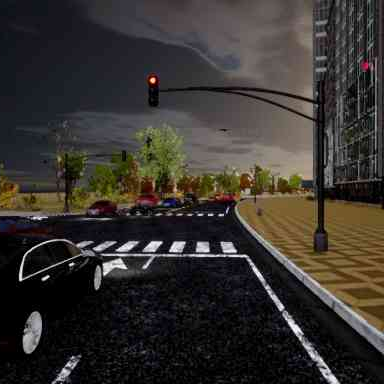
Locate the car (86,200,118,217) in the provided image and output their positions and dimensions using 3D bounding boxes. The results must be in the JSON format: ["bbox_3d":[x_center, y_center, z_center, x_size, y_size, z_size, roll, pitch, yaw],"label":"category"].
[{"bbox_3d":[-8.247,1.523,30.941,1.812,1.442,4.674,0,0,5],"label":"car"}]

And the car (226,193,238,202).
[{"bbox_3d":[9.777,1.245,80.389,2.150,2.045,5.566,0,0,14],"label":"car"}]

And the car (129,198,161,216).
[{"bbox_3d":[-4.786,1.600,33.027,1.895,1.301,4.718,0,0,6],"label":"car"}]

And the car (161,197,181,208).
[{"bbox_3d":[-3.096,1.527,47.122,1.812,1.442,4.674,0,0,8],"label":"car"}]

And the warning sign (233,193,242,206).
[{"bbox_3d":[6.548,1.122,48.212,1.300,1.860,1.060,0,0,8],"label":"warning sign"}]

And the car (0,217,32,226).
[{"bbox_3d":[-6.300,1.563,11.090,1.994,1.385,4.181,0,0,2],"label":"car"}]

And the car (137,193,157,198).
[{"bbox_3d":[-6.365,1.220,47.204,2.150,2.045,5.566,0,0,8],"label":"car"}]

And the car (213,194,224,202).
[{"bbox_3d":[6.470,1.372,80.528,2.097,1.767,4.553,0,0,14],"label":"car"}]

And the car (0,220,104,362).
[{"bbox_3d":[-3.012,1.504,5.889,1.837,1.490,4.892,0,0,1],"label":"car"}]

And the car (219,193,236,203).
[{"bbox_3d":[7.622,1.239,70.097,2.150,2.045,5.566,0,0,12],"label":"car"}]

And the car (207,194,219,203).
[{"bbox_3d":[4.506,1.573,71.219,1.994,1.385,4.181,0,0,12],"label":"car"}]

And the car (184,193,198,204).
[{"bbox_3d":[-0.175,1.230,64.920,2.150,2.045,5.566,0,0,11],"label":"car"}]
